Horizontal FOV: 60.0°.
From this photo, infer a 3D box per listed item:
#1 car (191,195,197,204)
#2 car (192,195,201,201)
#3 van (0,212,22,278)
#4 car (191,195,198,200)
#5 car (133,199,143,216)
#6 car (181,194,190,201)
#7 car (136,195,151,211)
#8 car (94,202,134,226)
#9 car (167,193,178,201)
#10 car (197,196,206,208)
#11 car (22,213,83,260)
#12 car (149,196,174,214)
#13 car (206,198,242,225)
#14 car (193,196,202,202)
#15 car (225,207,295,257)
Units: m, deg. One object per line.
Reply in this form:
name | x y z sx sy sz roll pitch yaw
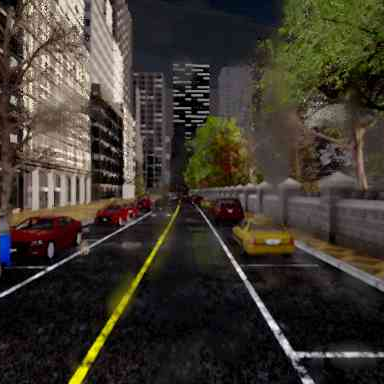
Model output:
car | 1.287 1.426 60.405 1.882 1.535 5.008 0 0 -2
car | 1.000 1.488 79.136 1.947 1.339 4.313 0 0 -2
van | -5.474 1.339 6.908 1.690 1.788 3.998 0 0 0
car | 0.632 1.472 90.230 1.947 1.339 4.313 0 0 -2
car | -5.682 1.564 29.099 1.802 1.307 4.206 0 0 -1
car | -1.526 1.142 78.162 2.097 1.767 4.553 0 0 -2
car | -5.881 1.287 40.192 2.192 1.841 5.009 0 0 -1
car | -5.604 1.531 23.550 1.887 1.381 4.507 0 0 -1
car | -4.275 1.331 77.827 1.895 1.301 4.718 0 0 -2
car | 2.014 1.491 46.029 1.752 1.417 4.829 0 0 -1
car | -5.501 1.539 12.454 1.887 1.381 4.507 0 0 0
car | -3.187 1.481 35.820 1.837 1.490 4.892 0 0 -1
car | 2.420 1.301 23.672 2.192 1.841 5.009 0 0 -1
car | 1.184 1.512 73.589 1.802 1.307 4.206 0 0 -2
car | 2.522 1.518 12.745 1.752 1.417 4.829 0 0 0
